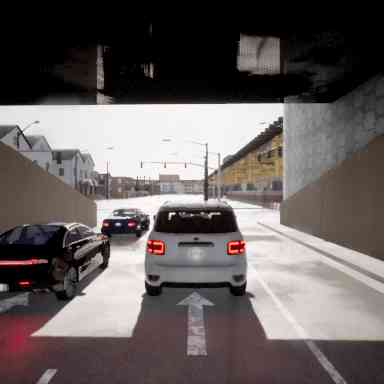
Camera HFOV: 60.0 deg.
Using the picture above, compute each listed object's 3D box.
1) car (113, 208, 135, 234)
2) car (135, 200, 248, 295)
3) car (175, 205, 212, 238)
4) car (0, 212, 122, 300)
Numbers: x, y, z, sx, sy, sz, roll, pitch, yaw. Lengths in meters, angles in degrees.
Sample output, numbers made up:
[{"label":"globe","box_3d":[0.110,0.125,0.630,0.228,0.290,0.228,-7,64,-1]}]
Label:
[{"label":"car","box_3d":[-3.420,1.547,17.910,2.033,1.411,5.357,0,0,0]},{"label":"car","box_3d":[0.083,1.221,8.885,2.150,2.045,5.566,0,0,0]},{"label":"car","box_3d":[0.059,1.526,18.448,1.812,1.442,4.674,0,0,0]},{"label":"car","box_3d":[-3.422,1.491,8.360,2.128,1.511,4.902,0,0,0]}]
